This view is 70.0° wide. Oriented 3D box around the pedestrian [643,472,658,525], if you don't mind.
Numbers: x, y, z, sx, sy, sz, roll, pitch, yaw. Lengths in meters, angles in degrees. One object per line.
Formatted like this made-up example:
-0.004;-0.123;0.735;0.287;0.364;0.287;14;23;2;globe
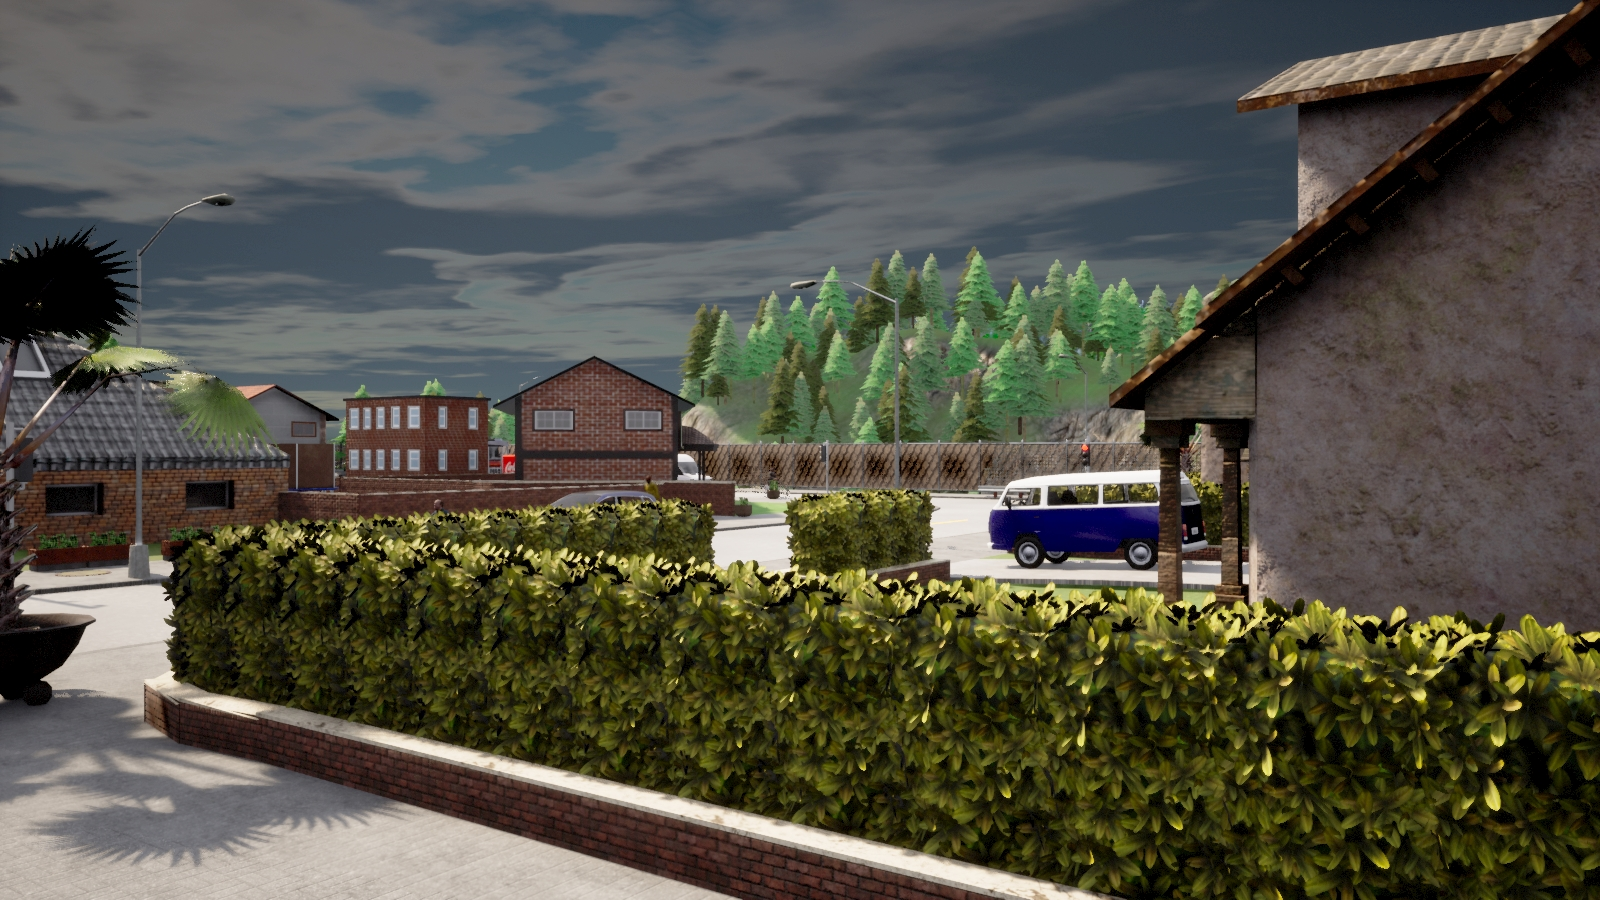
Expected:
-5.339;1.732;40.837;0.375;1.860;0.375;0;0;41;pedestrian

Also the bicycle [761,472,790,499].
-1.415;2.045;65.867;1.835;1.471;0.329;0;0;35;bicycle

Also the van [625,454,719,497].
-7.948;1.517;70.429;5.915;2.561;1.988;0;0;35;van

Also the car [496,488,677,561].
-5.756;1.958;31.296;2.242;1.667;4.611;0;0;35;car
